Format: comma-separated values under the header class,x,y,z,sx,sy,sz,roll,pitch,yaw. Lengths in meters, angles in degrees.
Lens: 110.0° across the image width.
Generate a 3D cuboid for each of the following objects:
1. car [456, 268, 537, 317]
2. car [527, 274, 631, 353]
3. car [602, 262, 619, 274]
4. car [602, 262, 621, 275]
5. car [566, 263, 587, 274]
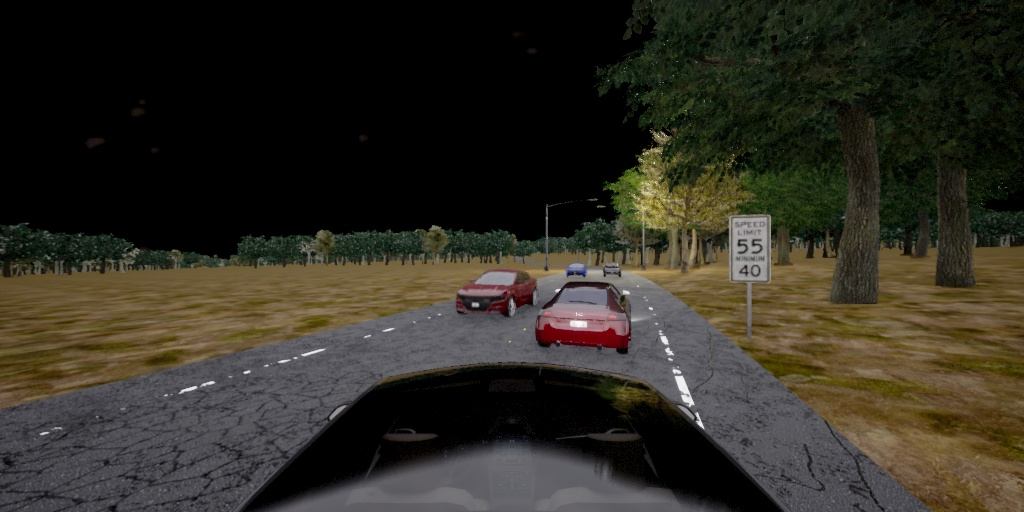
class,x,y,z,sx,sy,sz,roll,pitch,yaw
car,-0.378,1.244,13.541,1.882,1.535,5.008,1,0,18
car,1.956,1.327,9.029,1.994,1.385,4.181,0,0,18
car,13.593,1.639,49.768,2.128,1.511,4.902,0,-1,14
car,11.077,1.527,39.660,2.128,1.511,4.902,0,-1,15
car,6.875,1.473,37.858,1.882,1.535,5.008,1,0,15
